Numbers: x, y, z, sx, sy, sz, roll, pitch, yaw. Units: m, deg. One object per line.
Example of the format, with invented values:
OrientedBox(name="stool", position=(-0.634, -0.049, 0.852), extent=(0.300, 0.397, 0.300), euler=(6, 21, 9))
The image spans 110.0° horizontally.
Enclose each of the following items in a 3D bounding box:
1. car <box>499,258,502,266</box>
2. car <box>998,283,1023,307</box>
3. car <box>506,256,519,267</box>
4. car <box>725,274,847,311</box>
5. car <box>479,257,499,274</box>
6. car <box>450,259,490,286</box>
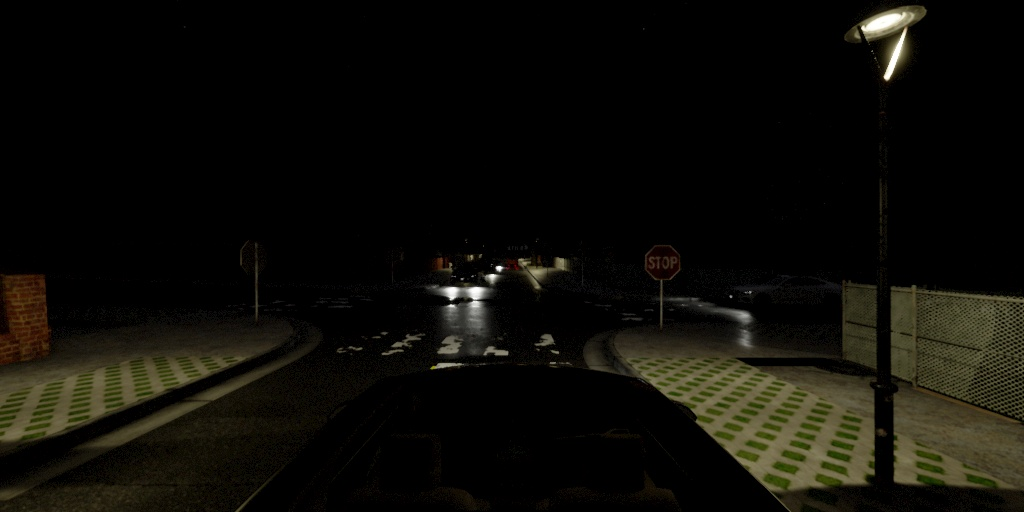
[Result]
OrientedBox(name="car", position=(-2.733, 0.988, 59.238), extent=(1.895, 1.301, 4.718), euler=(0, 1, 0))
OrientedBox(name="car", position=(24.265, 1.606, 15.580), extent=(4.892, 1.490, 1.837), euler=(1, 0, 1))
OrientedBox(name="car", position=(0.042, 0.887, 57.256), extent=(1.882, 1.535, 5.008), euler=(0, 1, 0))
OrientedBox(name="car", position=(11.914, 1.521, 15.670), extent=(4.674, 1.442, 1.812), euler=(1, 0, 0))
OrientedBox(name="car", position=(-2.819, 0.952, 38.037), extent=(2.097, 1.767, 4.553), euler=(0, 0, 0))
OrientedBox(name="car", position=(-2.977, 1.197, 25.031), extent=(1.837, 1.490, 4.892), euler=(0, 0, 4))
